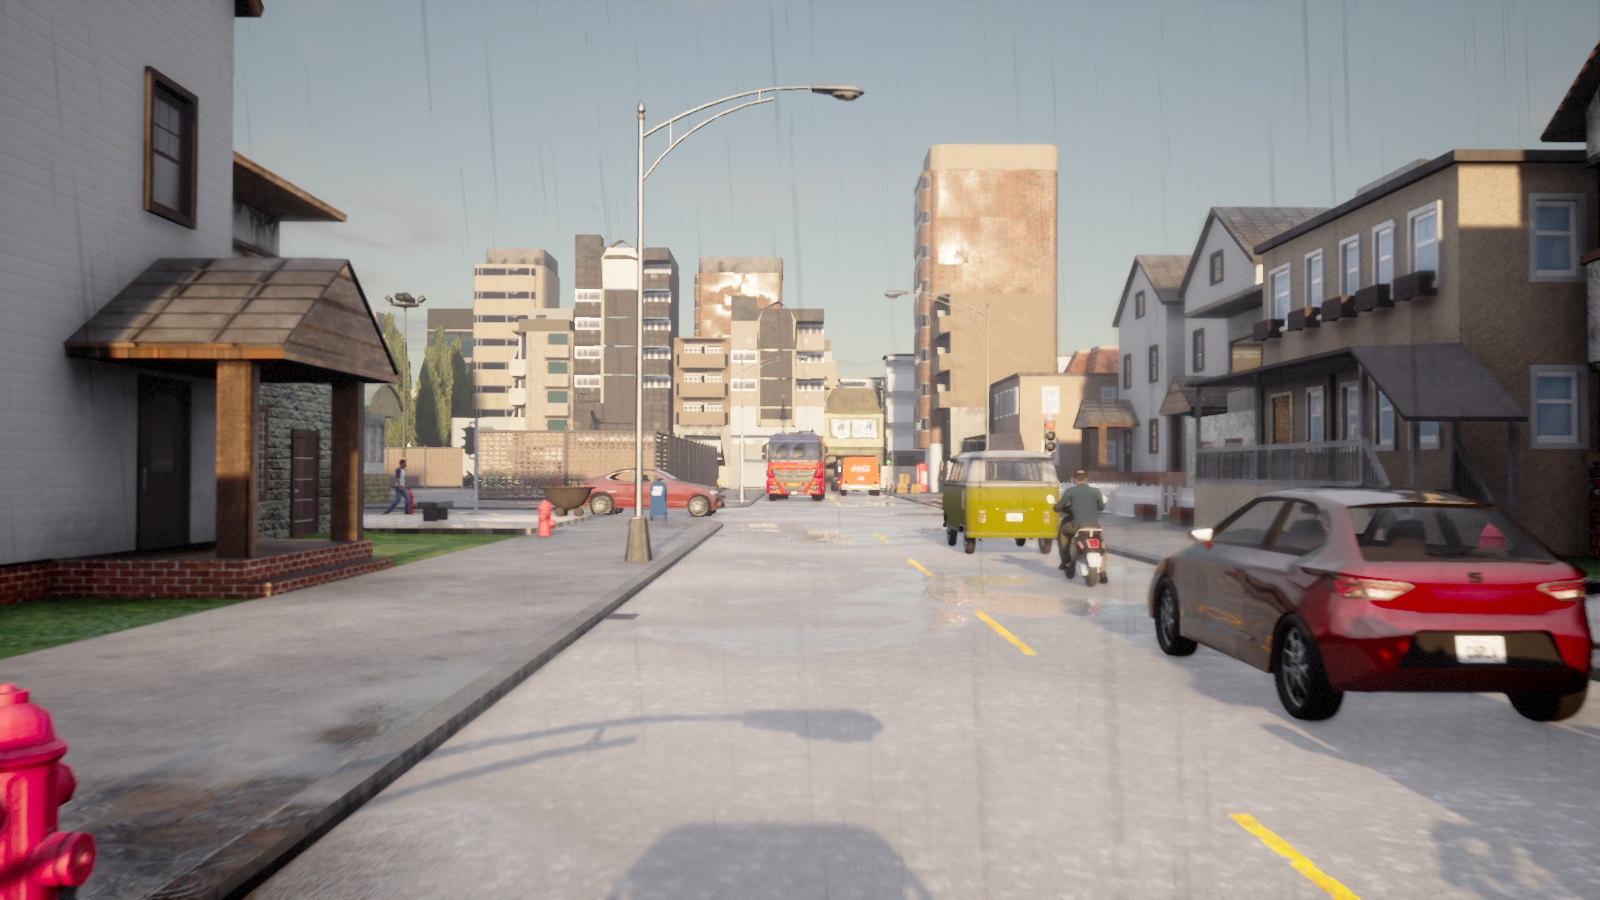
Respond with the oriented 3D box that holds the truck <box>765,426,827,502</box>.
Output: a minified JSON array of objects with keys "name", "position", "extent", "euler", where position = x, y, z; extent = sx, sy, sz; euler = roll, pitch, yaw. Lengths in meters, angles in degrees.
[{"name":"truck","position":[-0.101,0.787,67.929],"extent":[2.891,3.827,8.468],"euler":[0,-1,3]}]

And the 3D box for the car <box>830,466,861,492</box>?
[{"name":"car","position":[3.437,2.207,96.221],"extent":[1.905,1.878,3.866],"euler":[0,-1,-5]}]

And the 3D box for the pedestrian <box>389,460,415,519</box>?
[{"name":"pedestrian","position":[-12.313,1.216,38.855],"extent":[0.706,1.836,0.354],"euler":[0,-1,-8]}]

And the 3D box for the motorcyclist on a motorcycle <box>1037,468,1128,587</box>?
[{"name":"motorcyclist on a motorcycle","position":[3.954,1.049,17.731],"extent":[0.866,1.590,1.817],"euler":[0,-1,0]}]

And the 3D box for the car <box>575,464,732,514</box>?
[{"name":"car","position":[-4.952,1.332,42.964],"extent":[5.027,1.651,2.152],"euler":[0,-1,3]}]

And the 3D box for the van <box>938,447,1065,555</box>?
[{"name":"van","position":[3.944,0.975,25.293],"extent":[1.775,1.987,4.442],"euler":[0,-1,-1]}]

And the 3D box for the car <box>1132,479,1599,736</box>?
[{"name":"car","position":[3.975,0.971,9.472],"extent":[1.816,1.474,4.193],"euler":[0,-1,0]}]

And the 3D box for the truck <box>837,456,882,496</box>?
[{"name":"truck","position":[3.791,1.667,80.854],"extent":[2.627,2.467,5.204],"euler":[0,-1,0]}]
